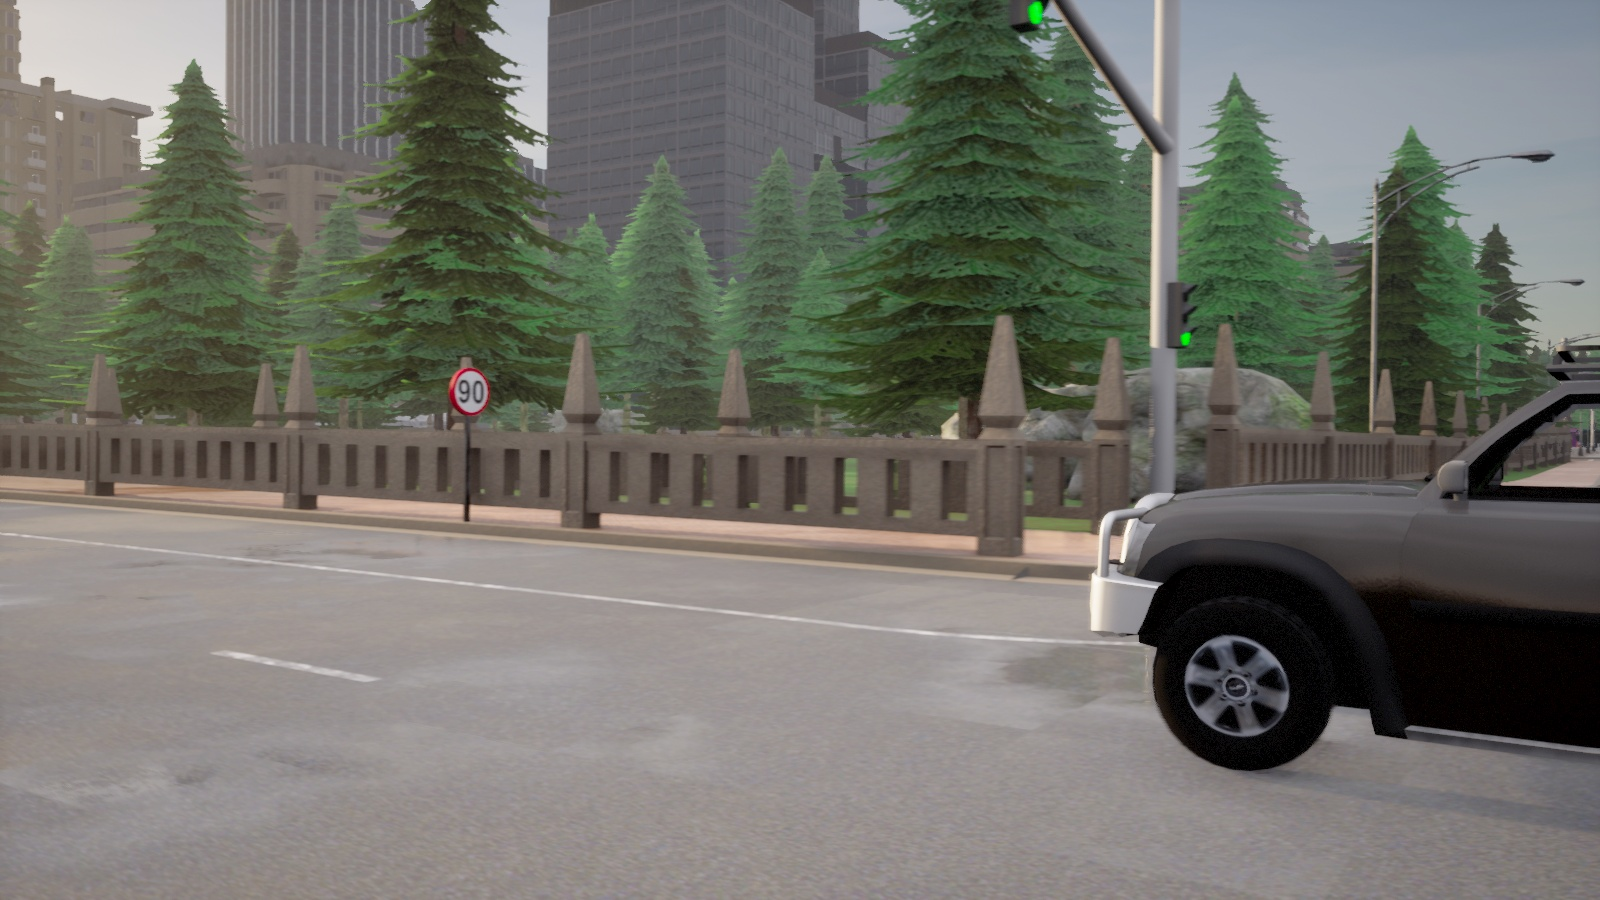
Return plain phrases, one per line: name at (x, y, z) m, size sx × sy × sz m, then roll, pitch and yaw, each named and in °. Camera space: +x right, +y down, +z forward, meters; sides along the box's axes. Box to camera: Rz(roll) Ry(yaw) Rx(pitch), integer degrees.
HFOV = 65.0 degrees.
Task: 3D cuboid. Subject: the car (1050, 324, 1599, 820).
car at (3.630, 0.441, 5.410) m, size 4.605 × 1.855 × 1.932 m, roll 0°, pitch 1°, yaw 34°
